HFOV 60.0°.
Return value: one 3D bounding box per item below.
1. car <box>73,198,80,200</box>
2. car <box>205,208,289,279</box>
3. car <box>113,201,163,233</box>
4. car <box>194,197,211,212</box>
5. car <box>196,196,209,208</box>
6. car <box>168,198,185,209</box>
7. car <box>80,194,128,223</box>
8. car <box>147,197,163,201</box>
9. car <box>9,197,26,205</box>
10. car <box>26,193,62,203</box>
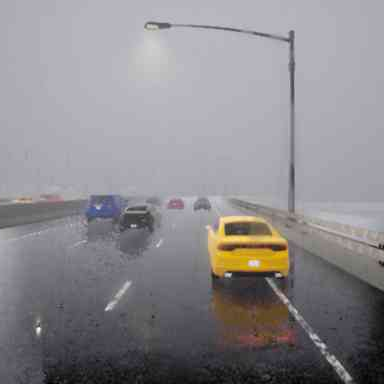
[{"bbox_3d":[-16.081,1.555,47.329,1.895,1.301,4.718,0,0,3],"label":"car"},{"bbox_3d":[1.465,1.462,10.009,1.882,1.535,5.008,0,0,1],"label":"car"},{"bbox_3d":[-2.910,1.477,19.420,1.837,1.490,4.892,0,0,2],"label":"car"},{"bbox_3d":[1.227,1.555,38.418,1.895,1.301,4.718,0,0,3],"label":"car"},{"bbox_3d":[1.581,1.428,48.379,1.882,1.535,5.008,0,0,3],"label":"car"},{"bbox_3d":[-2.045,1.516,43.431,1.994,1.385,4.181,0,0,2],"label":"car"},{"bbox_3d":[-6.242,1.186,25.193,2.150,2.045,5.566,0,0,2],"label":"car"},{"bbox_3d":[-5.349,1.430,47.991,1.882,1.535,5.008,0,0,3],"label":"car"},{"bbox_3d":[-23.146,1.433,45.929,1.882,1.535,5.008,0,0,3],"label":"car"},{"bbox_3d":[-19.677,1.177,45.258,2.150,2.045,5.566,0,0,3],"label":"car"}]
